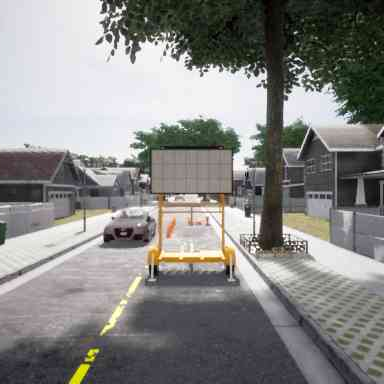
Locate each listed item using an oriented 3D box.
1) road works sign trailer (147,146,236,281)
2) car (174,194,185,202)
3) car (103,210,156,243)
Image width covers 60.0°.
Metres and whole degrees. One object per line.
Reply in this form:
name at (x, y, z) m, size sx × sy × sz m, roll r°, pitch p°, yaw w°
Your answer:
road works sign trailer at (-0.007, 0.462, 9.785) m, size 2.380 × 3.560 × 2.880 m, roll 0°, pitch 0°, yaw 0°
car at (-2.852, 1.130, 76.879) m, size 2.150 × 2.045 × 5.566 m, roll 0°, pitch 0°, yaw 0°
car at (-2.873, 1.557, 15.947) m, size 1.994 × 1.385 × 4.181 m, roll 0°, pitch 0°, yaw 0°
